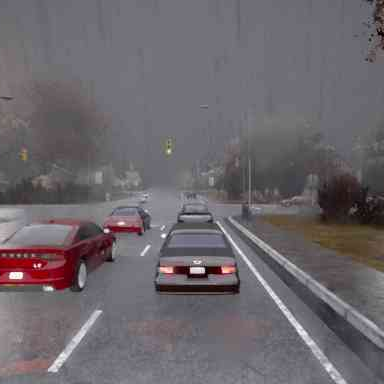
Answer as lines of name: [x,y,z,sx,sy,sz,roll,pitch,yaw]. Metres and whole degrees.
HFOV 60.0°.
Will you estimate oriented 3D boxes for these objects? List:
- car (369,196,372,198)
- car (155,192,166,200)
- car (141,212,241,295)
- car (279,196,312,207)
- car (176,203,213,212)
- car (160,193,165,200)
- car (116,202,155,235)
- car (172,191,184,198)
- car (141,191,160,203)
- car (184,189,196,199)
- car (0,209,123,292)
car: [24.326,1.216,43.681,5.357,1.411,2.033,0,1,-3]
car: [-7.079,0.871,75.700,2.128,1.511,4.902,0,1,-1]
car: [0.105,1.516,8.820,2.033,1.411,5.357,0,0,0]
car: [13.714,1.200,43.067,4.674,1.442,1.812,0,1,-3]
car: [0.140,1.380,18.551,2.128,1.511,4.902,0,1,-1]
car: [-7.016,0.962,65.312,2.128,1.511,4.902,0,1,0]
car: [-3.388,1.458,17.940,1.994,1.385,4.181,0,1,0]
car: [-3.963,0.719,86.347,2.128,1.511,4.902,0,1,-4]
car: [-7.061,0.790,55.139,2.150,2.045,5.566,0,1,0]
car: [-0.192,0.510,80.264,2.150,2.045,5.566,0,1,-2]
car: [-3.392,1.445,8.895,1.882,1.535,5.008,0,0,0]
